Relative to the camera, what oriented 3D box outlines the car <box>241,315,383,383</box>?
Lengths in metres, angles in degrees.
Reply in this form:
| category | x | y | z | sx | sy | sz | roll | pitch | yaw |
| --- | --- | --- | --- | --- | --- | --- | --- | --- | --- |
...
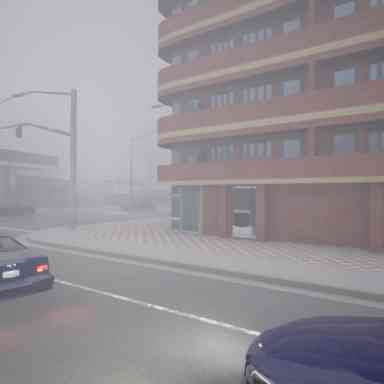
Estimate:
| category | x | y | z | sx | sy | sz | roll | pitch | yaw |
| --- | --- | --- | --- | --- | --- | --- | --- | --- | --- |
| car | 2.581 | 1.536 | 2.152 | 4.674 | 1.442 | 1.812 | 0 | 0 | 35 |

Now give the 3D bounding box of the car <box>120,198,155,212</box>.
| category | x | y | z | sx | sy | sz | roll | pitch | yaw |
| --- | --- | --- | --- | --- | --- | --- | --- | --- | --- |
| car | -6.399 | 1.533 | 39.633 | 1.837 | 1.490 | 4.892 | 0 | 0 | 34 |

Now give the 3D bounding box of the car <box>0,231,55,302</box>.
| category | x | y | z | sx | sy | sz | roll | pitch | yaw |
| --- | --- | --- | --- | --- | --- | --- | --- | --- | --- |
| car | -5.269 | 1.545 | 7.650 | 5.357 | 1.411 | 2.033 | 0 | 0 | 38 |

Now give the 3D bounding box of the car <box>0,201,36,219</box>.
| category | x | y | z | sx | sy | sz | roll | pitch | yaw |
| --- | --- | --- | --- | --- | --- | --- | --- | --- | --- |
| car | -15.155 | 1.486 | 26.765 | 2.128 | 1.511 | 4.902 | 0 | 0 | 34 |
